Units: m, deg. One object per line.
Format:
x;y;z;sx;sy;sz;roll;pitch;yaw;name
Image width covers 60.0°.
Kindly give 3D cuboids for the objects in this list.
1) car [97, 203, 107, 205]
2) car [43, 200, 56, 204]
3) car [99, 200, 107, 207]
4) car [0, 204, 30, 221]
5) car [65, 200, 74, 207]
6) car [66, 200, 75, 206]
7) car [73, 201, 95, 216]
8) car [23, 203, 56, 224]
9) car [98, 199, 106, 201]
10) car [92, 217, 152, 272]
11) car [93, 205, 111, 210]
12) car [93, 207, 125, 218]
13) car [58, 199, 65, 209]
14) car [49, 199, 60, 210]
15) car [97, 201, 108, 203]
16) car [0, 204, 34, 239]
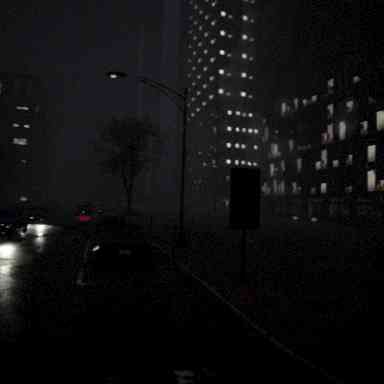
-9.829;2.264;38.135;2.008;1.369;4.403;3;-2;-15;car
-20.866;2.135;46.651;1.947;1.339;4.313;3;-2;-15;car
-24.640;3.187;91.819;1.967;1.590;4.097;3;-2;-15;car
-16.421;1.828;30.547;1.947;1.339;4.313;3;-2;-15;car
-29.755;2.734;78.859;1.887;1.381;4.507;3;-2;-15;car
-32.719;2.963;89.594;1.947;1.339;4.313;3;-2;-15;car
-13.711;2.205;42.438;1.837;1.490;4.892;2;-2;-15;car
-12.974;1.868;27.764;1.994;1.385;4.181;2;-2;-15;car
-19.460;2.579;71.923;2.150;2.045;5.566;2;-2;-15;car
-2.423;1.771;11.296;1.947;1.339;4.313;3;-2;-15;car
-6.866;2.060;27.399;2.008;1.369;4.403;3;-2;-15;car
-5.384;1.953;22.031;1.887;1.381;4.507;3;-2;-15;car
-23.817;2.090;57.396;2.192;1.841;5.009;3;-2;-15;car
-22.300;2.194;51.856;1.752;1.417;4.829;3;-2;-15;car
-12.837;2.447;49.037;1.752;1.417;4.829;3;-2;-15;car
-10.320;1.600;18.151;1.882;1.535;5.008;2;-2;-15;car
